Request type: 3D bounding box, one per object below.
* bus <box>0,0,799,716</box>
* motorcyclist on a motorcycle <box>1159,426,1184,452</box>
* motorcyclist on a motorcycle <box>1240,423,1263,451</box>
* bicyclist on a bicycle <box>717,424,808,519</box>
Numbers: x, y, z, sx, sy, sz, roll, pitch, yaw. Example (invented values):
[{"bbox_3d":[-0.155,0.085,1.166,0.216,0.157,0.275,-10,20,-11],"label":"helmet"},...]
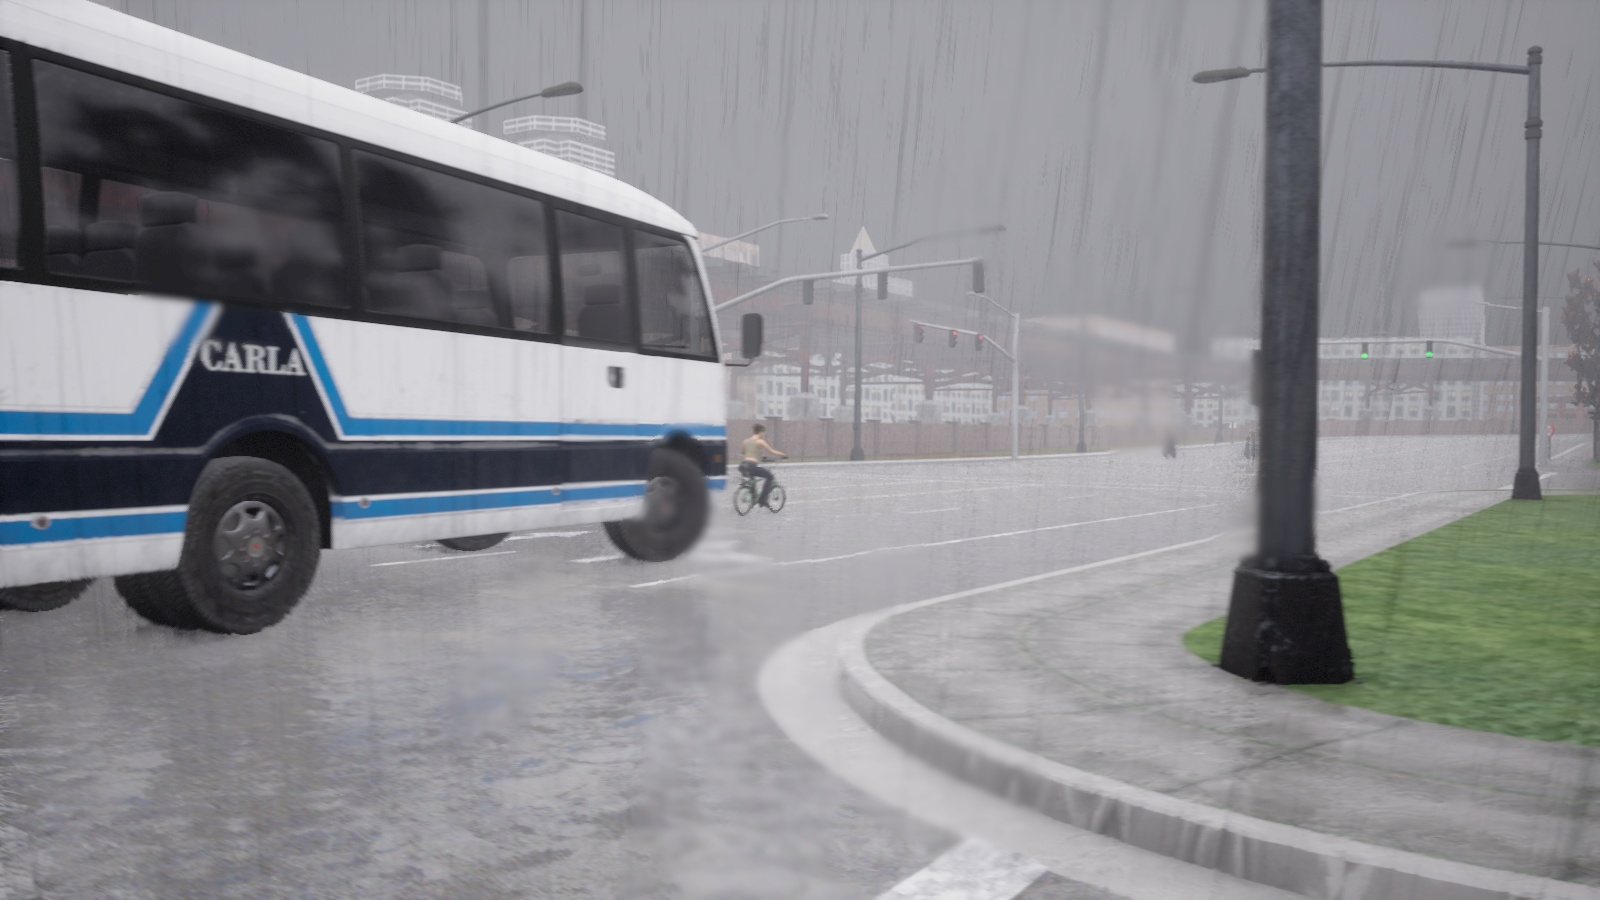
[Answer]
[{"bbox_3d":[-4.004,-0.786,11.799,3.944,4.253,10.273,0,1,25],"label":"bus"},{"bbox_3d":[21.951,-0.654,74.171,0.797,1.523,2.044,0,2,34],"label":"motorcyclist on a motorcycle"},{"bbox_3d":[27.232,-0.803,75.724,0.766,1.649,2.350,0,2,34],"label":"motorcyclist on a motorcycle"},{"bbox_3d":[-0.641,0.351,22.120,0.866,1.612,1.509,0,1,34],"label":"bicyclist on a bicycle"}]
